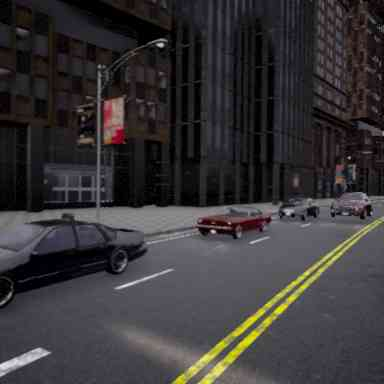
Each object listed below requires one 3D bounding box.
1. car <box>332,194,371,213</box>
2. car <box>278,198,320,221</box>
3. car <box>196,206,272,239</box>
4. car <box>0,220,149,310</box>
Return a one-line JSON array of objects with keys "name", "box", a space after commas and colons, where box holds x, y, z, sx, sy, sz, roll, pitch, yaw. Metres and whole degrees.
[{"name": "car", "box": [11.319, 0.820, 23.502, 2.097, 1.767, 4.553, 1, 1, 36]}, {"name": "car", "box": [7.940, 1.194, 24.443, 2.128, 1.511, 4.902, 1, 1, 36]}, {"name": "car", "box": [2.159, 1.375, 16.113, 1.895, 1.301, 4.718, 1, 1, 34]}, {"name": "car", "box": [-3.295, 1.394, 7.799, 2.033, 1.411, 5.357, 1, 1, 33]}]
